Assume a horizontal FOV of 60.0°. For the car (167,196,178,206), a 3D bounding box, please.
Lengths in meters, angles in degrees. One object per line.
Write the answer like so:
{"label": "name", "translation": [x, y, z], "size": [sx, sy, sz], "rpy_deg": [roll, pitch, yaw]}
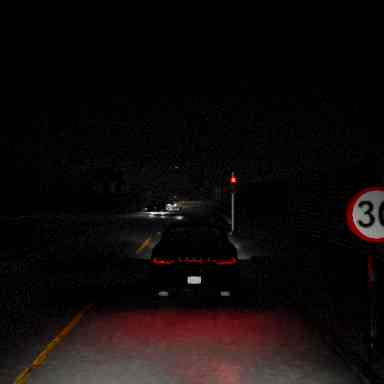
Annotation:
{"label": "car", "translation": [-3.987, 1.492, 54.739], "size": [2.128, 1.511, 4.902], "rpy_deg": [0, 0, 0]}

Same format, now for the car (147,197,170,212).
{"label": "car", "translation": [-4.028, 1.564, 38.675], "size": [1.994, 1.385, 4.181], "rpy_deg": [0, 0, 0]}

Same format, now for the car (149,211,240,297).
{"label": "car", "translation": [0.068, 1.478, 8.629], "size": [1.882, 1.535, 5.008], "rpy_deg": [0, 0, 1]}

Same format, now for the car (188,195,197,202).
{"label": "car", "translation": [0.135, 1.339, 71.405], "size": [1.812, 1.442, 4.674], "rpy_deg": [0, 0, 0]}

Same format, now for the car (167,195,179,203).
{"label": "car", "translation": [-3.869, 1.497, 69.307], "size": [2.128, 1.511, 4.902], "rpy_deg": [0, 0, 0]}
